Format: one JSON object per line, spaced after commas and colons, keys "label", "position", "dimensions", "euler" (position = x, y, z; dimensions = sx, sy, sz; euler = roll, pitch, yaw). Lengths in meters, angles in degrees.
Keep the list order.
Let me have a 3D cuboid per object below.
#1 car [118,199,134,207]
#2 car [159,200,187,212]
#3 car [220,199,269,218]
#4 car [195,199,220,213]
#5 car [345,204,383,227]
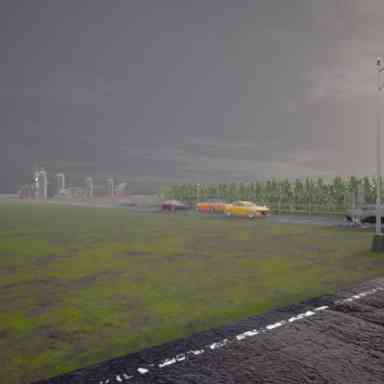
{"label": "car", "position": [-12.762, 2.113, 64.135], "dimensions": [1.994, 1.385, 4.181], "euler": [0, -1, -34]}
{"label": "car", "position": [-2.578, 1.809, 43.973], "dimensions": [1.882, 1.535, 5.008], "euler": [0, -1, -34]}
{"label": "car", "position": [5.297, 1.682, 32.413], "dimensions": [1.882, 1.535, 5.008], "euler": [0, -1, -34]}
{"label": "car", "position": [2.310, 1.655, 42.024], "dimensions": [2.097, 1.767, 4.553], "euler": [0, -1, -34]}
{"label": "car", "position": [12.745, 1.579, 22.019], "dimensions": [2.128, 1.511, 4.902], "euler": [0, -1, -40]}
